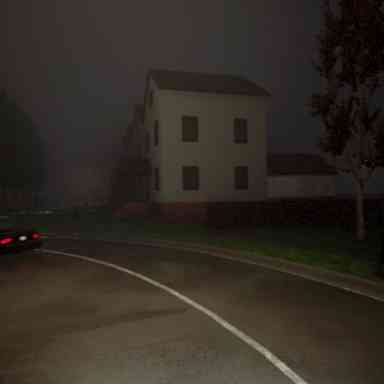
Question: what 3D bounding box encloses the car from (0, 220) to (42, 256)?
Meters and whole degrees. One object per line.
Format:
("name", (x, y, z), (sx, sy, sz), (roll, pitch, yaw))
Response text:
("car", (-8.176, 1.665, 12.138), (5.357, 1.411, 2.033), (-1, 0, 18))
